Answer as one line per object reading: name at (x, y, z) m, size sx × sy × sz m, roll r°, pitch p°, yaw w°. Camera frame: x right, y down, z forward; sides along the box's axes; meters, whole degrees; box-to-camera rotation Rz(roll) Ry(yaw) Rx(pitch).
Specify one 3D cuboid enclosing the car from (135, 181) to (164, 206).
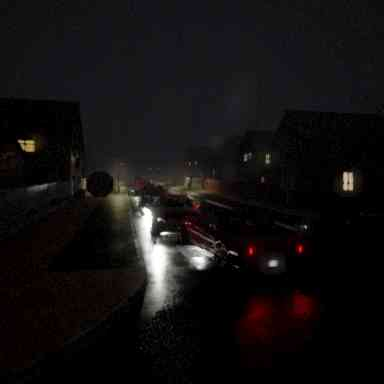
car at (-2.928, 0.156, 25.148) m, size 2.128 × 1.511 × 4.902 m, roll 0°, pitch 3°, yaw -12°

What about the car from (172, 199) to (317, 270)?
car at (1.103, 1.165, 9.591) m, size 1.895 × 1.301 × 4.718 m, roll 1°, pitch 4°, yaw -20°

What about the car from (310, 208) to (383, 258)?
car at (5.485, 1.200, 9.278) m, size 4.902 × 1.511 × 2.128 m, roll 6°, pitch 5°, yaw 35°

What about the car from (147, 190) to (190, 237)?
car at (-0.755, 0.834, 13.692) m, size 1.812 × 1.442 × 4.674 m, roll -1°, pitch 3°, yaw -9°

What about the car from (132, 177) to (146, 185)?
car at (-5.250, -0.490, 36.244) m, size 1.882 × 1.535 × 5.008 m, roll 0°, pitch 3°, yaw -12°

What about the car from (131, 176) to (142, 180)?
car at (-8.266, -1.663, 51.084) m, size 1.837 × 1.490 × 4.892 m, roll 0°, pitch 3°, yaw -12°
